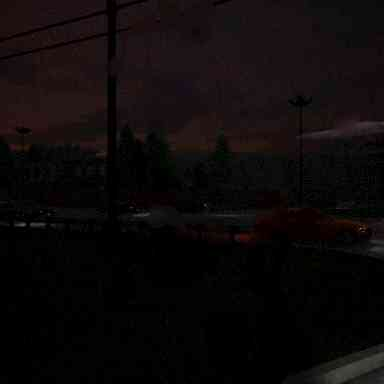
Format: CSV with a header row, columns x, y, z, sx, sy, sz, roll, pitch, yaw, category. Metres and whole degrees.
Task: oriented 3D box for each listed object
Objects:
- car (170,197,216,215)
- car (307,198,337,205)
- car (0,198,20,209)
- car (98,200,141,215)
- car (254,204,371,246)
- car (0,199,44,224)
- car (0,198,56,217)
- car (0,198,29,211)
x,y,z,sx,sy,sz,roll,pitch,yaw,category
0.098,1.345,33.596,4.553,1.767,2.097,0,0,27,car
17.311,1.550,44.231,4.181,1.385,1.994,0,0,-27,car
-26.604,1.564,46.980,4.181,1.385,1.994,0,0,26,car
-7.342,1.522,33.407,4.674,1.442,1.812,0,0,27,car
5.394,1.474,15.290,5.008,1.535,1.882,1,1,27,car
-13.710,1.503,24.851,4.892,1.490,1.837,1,0,27,car
-14.390,1.546,29.105,5.357,1.411,2.033,0,0,27,car
-22.920,1.547,41.204,5.357,1.411,2.033,0,0,27,car
